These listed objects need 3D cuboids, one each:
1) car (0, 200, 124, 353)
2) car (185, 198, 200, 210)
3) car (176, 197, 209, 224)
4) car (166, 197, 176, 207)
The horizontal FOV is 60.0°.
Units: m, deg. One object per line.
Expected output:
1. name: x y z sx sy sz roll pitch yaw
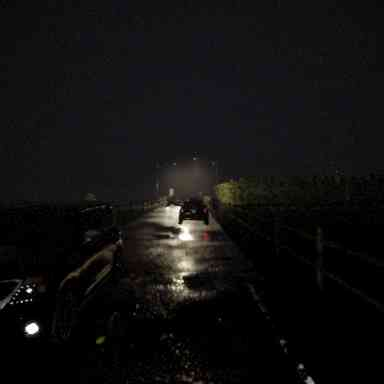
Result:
1. car: -2.848 1.221 6.560 2.150 2.045 5.566 0 0 0
2. car: 0.110 1.506 42.932 1.837 1.490 4.892 0 0 0
3. car: 0.107 1.351 24.790 2.097 1.767 4.553 0 0 0
4. car: -2.816 1.510 50.317 1.837 1.490 4.892 0 -1 0
